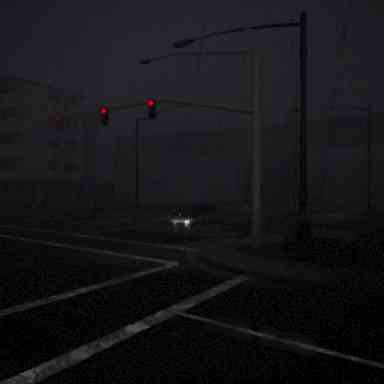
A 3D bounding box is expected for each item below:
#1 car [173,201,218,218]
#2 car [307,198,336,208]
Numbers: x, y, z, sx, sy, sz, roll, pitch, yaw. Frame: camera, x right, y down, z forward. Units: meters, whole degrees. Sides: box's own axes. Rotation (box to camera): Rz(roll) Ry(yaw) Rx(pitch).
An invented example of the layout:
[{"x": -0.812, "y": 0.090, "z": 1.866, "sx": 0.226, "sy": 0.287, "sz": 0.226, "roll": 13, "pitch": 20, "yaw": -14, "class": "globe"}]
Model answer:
[{"x": 0.467, "y": 1.582, "z": 31.074, "sx": 2.033, "sy": 1.411, "sz": 5.357, "roll": 0, "pitch": 0, "yaw": 34, "class": "car"}, {"x": 18.837, "y": 1.579, "z": 49.729, "sx": 5.357, "sy": 1.411, "sz": 2.033, "roll": 0, "pitch": 0, "yaw": -20, "class": "car"}]
